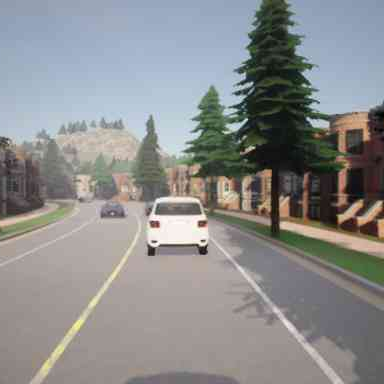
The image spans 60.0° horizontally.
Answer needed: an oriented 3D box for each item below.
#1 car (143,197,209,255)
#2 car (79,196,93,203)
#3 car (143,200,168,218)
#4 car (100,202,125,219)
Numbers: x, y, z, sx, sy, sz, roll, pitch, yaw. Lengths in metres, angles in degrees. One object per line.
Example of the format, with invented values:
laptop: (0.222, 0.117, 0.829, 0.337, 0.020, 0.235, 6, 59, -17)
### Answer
car: (-0.673, 1.211, 13.474, 2.150, 2.045, 5.566, 0, 0, -5)
car: (-21.246, 1.487, 66.423, 2.128, 1.511, 4.902, 0, 0, -34)
car: (-3.448, 1.503, 30.660, 1.812, 1.442, 4.674, 0, 0, -12)
car: (-6.797, 1.547, 28.652, 1.994, 1.385, 4.181, 0, 0, -13)
